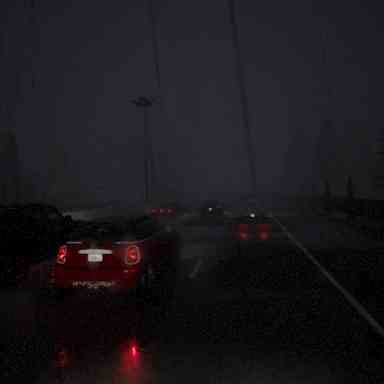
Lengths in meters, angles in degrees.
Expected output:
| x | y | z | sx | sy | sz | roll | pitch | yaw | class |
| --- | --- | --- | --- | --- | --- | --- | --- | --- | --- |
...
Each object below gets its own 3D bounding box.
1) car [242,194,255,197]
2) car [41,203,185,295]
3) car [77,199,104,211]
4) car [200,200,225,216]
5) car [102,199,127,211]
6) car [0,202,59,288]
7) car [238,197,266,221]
| x | y | z | sx | sy | sz | roll | pitch | yaw | class |
| --- | --- | --- | --- | --- | --- | --- | --- | --- | --- |
| 6.965 | 1.085 | 41.119 | 2.097 | 1.767 | 4.553 | -1 | 0 | 7 | car |
| -1.665 | 1.371 | 9.013 | 2.097 | 1.767 | 4.553 | -1 | 0 | 9 | car |
| -13.775 | 1.753 | 45.459 | 1.812 | 1.442 | 4.674 | -1 | 0 | 7 | car |
| 1.918 | 1.444 | 30.808 | 1.994 | 1.385 | 4.181 | -1 | 0 | 9 | car |
| -10.355 | 1.711 | 44.729 | 1.994 | 1.385 | 4.181 | -1 | 0 | 7 | car |
| -5.081 | 1.321 | 9.823 | 2.150 | 2.045 | 5.566 | -1 | 0 | 9 | car |
| 4.487 | 1.358 | 24.928 | 1.812 | 1.442 | 4.674 | -1 | 0 | 9 | car |
